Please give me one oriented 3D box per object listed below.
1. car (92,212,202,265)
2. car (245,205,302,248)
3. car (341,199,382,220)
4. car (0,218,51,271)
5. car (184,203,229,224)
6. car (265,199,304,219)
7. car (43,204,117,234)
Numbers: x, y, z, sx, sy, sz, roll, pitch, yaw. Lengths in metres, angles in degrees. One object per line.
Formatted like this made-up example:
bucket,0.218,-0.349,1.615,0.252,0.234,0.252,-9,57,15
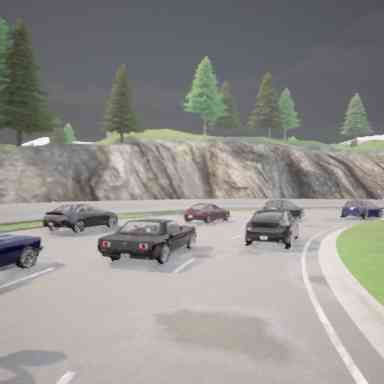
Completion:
car,-1.296,1.590,11.839,1.895,1.301,4.718,1,0,17
car,3.733,1.545,15.178,1.837,1.490,4.892,0,0,23
car,15.606,1.512,30.467,4.553,1.767,2.097,1,0,-40
car,-5.824,1.545,8.155,1.895,1.301,4.718,1,0,11
car,1.126,1.541,24.804,1.812,1.442,4.674,0,0,32
car,7.518,1.431,27.472,2.097,1.767,4.553,1,0,39
car,-6.187,1.434,19.035,2.128,1.511,4.902,0,0,23
